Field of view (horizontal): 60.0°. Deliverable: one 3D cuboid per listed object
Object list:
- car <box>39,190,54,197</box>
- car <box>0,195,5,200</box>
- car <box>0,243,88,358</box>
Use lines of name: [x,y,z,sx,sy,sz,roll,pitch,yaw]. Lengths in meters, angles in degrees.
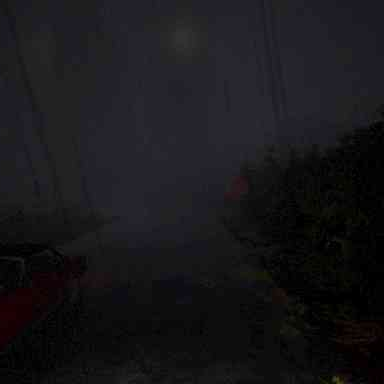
car: [-37.589,0.390,85.840,3.866,1.878,1.905,0,1,-1]
car: [-37.216,0.841,61.641,4.611,1.667,2.242,0,1,-1]
car: [-3.209,1.567,5.098,1.895,1.301,4.718,0,0,0]
